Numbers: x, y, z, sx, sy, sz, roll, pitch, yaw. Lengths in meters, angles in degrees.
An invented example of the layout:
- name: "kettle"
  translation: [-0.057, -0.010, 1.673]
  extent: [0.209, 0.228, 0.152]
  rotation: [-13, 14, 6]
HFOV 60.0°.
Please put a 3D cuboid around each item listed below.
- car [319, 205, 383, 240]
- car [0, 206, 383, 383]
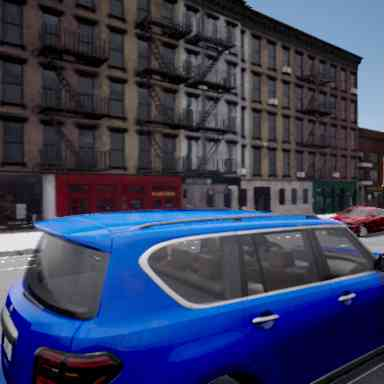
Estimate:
- name: "car"
  translation: [9.335, 1.556, 18.321]
  extent: [5.008, 1.535, 1.882]
  rotation: [0, 0, -35]
- name: "car"
  translation: [0.821, 1.231, 4.026]
  extent: [5.566, 2.045, 2.150]
  rotation: [0, 0, -35]
